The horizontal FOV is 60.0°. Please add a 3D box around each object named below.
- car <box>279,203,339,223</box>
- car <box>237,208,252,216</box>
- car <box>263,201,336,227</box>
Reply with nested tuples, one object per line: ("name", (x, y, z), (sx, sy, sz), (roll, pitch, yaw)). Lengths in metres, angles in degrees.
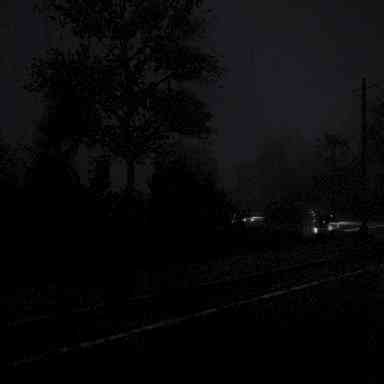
("car", (9.323, 1.651, 26.772), (1.994, 1.385, 4.181), (0, -1, -39))
("car", (3.929, 1.769, 33.222), (1.994, 1.385, 4.181), (0, -1, -41))
("car", (7.309, 1.426, 23.648), (2.097, 1.767, 4.553), (0, -1, -38))
